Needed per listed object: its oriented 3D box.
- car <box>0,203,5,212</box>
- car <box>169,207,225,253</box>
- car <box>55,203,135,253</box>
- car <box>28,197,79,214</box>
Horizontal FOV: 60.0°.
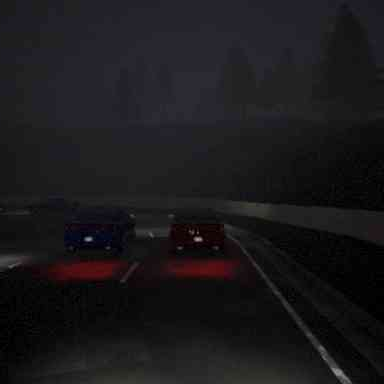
[{"bbox_3d":[-17.085,1.183,25.825,4.674,1.442,1.812,0,0,-1],"label":"car"},{"bbox_3d":[0.117,1.314,12.995,1.882,1.535,5.008,0,1,-2],"label":"car"},{"bbox_3d":[-3.389,1.310,12.995,1.882,1.535,5.008,0,1,-3],"label":"car"},{"bbox_3d":[-11.739,1.155,28.527,4.674,1.442,1.812,0,0,19],"label":"car"}]
